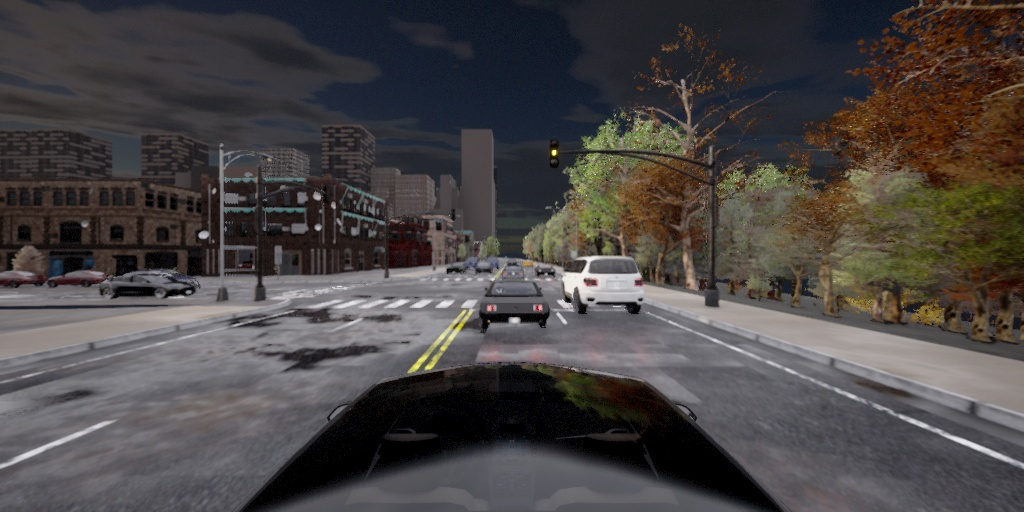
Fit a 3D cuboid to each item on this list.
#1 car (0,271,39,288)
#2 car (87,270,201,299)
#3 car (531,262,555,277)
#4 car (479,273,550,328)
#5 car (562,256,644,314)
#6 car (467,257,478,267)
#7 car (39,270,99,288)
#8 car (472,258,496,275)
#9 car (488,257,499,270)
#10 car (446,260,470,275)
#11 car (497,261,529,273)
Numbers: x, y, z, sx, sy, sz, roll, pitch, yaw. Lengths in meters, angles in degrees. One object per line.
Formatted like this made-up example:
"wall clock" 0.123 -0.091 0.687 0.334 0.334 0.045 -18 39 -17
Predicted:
"car" -39.348 1.829 28.255 4.207 1.307 1.802 0 0 0
"car" -19.946 1.641 19.727 4.313 1.339 1.948 0 0 0
"car" 3.353 1.496 37.453 1.895 1.301 4.718 0 0 0
"car" 0.035 1.392 11.550 1.895 1.301 4.718 0 0 -1
"car" 3.352 1.023 14.164 2.150 2.045 5.566 0 0 0
"car" -6.539 1.206 59.568 2.150 2.045 5.566 0 -1 1
"car" -33.814 1.767 28.247 4.207 1.307 1.802 0 0 0
"car" -3.337 1.395 43.128 1.882 1.535 5.008 0 0 0
"car" -3.293 1.203 59.549 2.150 2.045 5.566 0 0 1
"car" -6.589 1.516 42.627 1.895 1.301 4.718 0 0 0
"car" 0.102 1.413 29.926 2.033 1.411 5.357 0 0 0
